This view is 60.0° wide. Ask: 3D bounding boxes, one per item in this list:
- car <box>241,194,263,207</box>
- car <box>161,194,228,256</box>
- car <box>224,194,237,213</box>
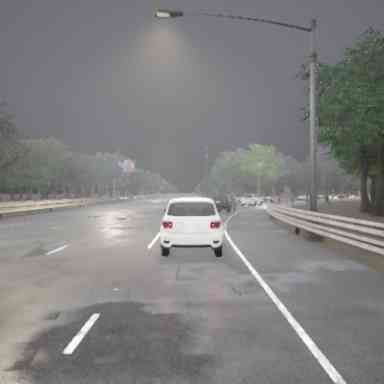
[{"bbox_3d":[9.469,1.279,52.230,2.150,2.045,5.566,0,0,27],"label":"car"},{"bbox_3d":[0.030,1.233,13.390,2.150,2.045,5.566,0,0,1],"label":"car"},{"bbox_3d":[3.620,1.254,37.698,2.150,2.045,5.566,0,0,17],"label":"car"}]
